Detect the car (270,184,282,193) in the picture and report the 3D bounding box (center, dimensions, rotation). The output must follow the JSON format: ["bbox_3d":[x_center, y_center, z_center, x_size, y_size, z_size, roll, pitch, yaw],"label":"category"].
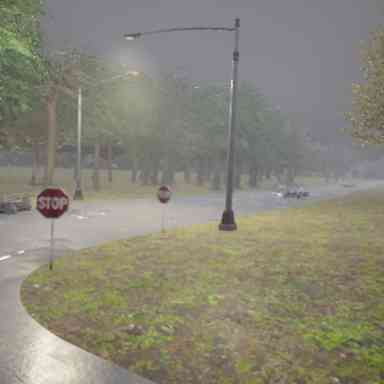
[{"bbox_3d":[15.137,-0.615,57.740,1.812,1.442,4.674,5,5,35],"label":"car"}]

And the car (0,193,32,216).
[{"bbox_3d":[-12.234,0.733,19.244,2.033,1.411,5.357,5,4,35],"label":"car"}]

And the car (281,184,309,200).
[{"bbox_3d":[13.845,-0.025,43.859,2.097,1.767,4.553,5,4,35],"label":"car"}]
